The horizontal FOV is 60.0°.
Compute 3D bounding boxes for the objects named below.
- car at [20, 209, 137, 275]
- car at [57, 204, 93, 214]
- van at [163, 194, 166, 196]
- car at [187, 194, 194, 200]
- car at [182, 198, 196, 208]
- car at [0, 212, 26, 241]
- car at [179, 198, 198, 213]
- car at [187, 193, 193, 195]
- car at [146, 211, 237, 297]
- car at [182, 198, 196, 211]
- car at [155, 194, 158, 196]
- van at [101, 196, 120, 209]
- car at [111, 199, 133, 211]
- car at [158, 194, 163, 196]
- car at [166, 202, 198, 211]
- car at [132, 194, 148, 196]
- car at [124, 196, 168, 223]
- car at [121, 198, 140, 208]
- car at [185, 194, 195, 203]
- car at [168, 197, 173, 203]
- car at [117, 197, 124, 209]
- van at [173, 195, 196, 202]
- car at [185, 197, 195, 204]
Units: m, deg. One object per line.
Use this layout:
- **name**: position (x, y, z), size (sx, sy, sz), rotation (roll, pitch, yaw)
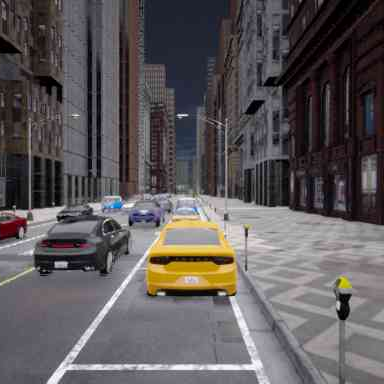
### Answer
- **car**: position (-3.147, 1.505, 10.432), size (1.837, 1.490, 4.892), rotation (0, 0, 0)
- **car**: position (-8.910, 1.573, 25.722), size (1.947, 1.339, 4.313), rotation (0, 0, 0)
- **van**: position (-8.911, 1.385, 93.363), size (1.690, 1.788, 3.998), rotation (0, 0, 0)
- **car**: position (-0.386, 1.484, 93.370), size (1.967, 1.590, 4.097), rotation (0, 0, 0)
- **car**: position (-0.385, 1.570, 48.280), size (2.008, 1.369, 4.403), rotation (0, 0, 0)
- **car**: position (-8.910, 1.547, 14.449), size (1.887, 1.381, 4.507), rotation (0, 0, 0)
- **car**: position (-0.386, 1.453, 37.008), size (1.967, 1.590, 4.097), rotation (0, 0, 0)
- **car**: position (-0.386, 1.465, 59.552), size (1.967, 1.590, 4.097), rotation (0, 0, 0)
- **car**: position (-0.006, 1.478, 8.650), size (1.882, 1.535, 5.008), rotation (0, 0, 0)
- **car**: position (-0.385, 1.541, 42.814), size (1.752, 1.417, 4.829), rotation (0, 0, 0)
- **car**: position (-8.911, 1.471, 70.817), size (1.967, 1.590, 4.097), rotation (0, 0, 0)
- **van**: position (-8.911, 1.354, 36.996), size (1.690, 1.788, 3.998), rotation (0, 0, 0)
- **car**: position (-8.910, 1.582, 42.633), size (1.947, 1.339, 4.313), rotation (0, 0, 0)
- **car**: position (-8.911, 1.478, 82.090), size (1.967, 1.590, 4.097), rotation (0, 0, 0)
- **car**: position (-0.385, 1.530, 20.269), size (1.752, 1.417, 4.829), rotation (0, 0, 0)
- **car**: position (-8.911, 1.337, 53.906), size (2.192, 1.841, 5.009), rotation (0, 0, 0)
- **car**: position (-3.074, 1.357, 23.358), size (2.097, 1.767, 4.553), rotation (0, 0, 0)
- **car**: position (-8.910, 1.585, 48.269), size (1.947, 1.339, 4.313), rotation (0, 0, 0)
- **car**: position (-0.386, 1.346, 70.826), size (2.192, 1.841, 5.009), rotation (0, 0, 0)
- **car**: position (-3.080, 1.560, 36.852), size (2.033, 1.411, 5.357), rotation (0, 0, 0)
- **car**: position (-6.233, 1.538, 35.087), size (1.812, 1.442, 4.674), rotation (0, 0, 0)
- **van**: position (-0.386, 1.348, 25.735), size (1.690, 1.788, 3.998), rotation (0, 0, 0)
- **car**: position (-0.385, 1.594, 65.189), size (1.947, 1.339, 4.313), rotation (0, 0, 0)
